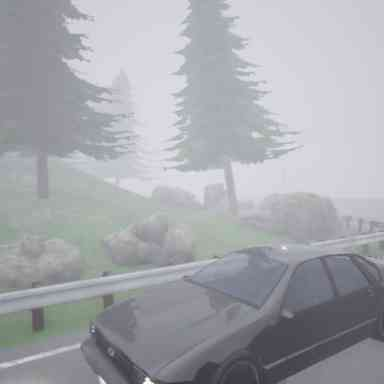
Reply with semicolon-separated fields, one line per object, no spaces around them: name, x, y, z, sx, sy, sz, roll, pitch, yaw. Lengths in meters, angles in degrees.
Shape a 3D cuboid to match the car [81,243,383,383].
car;1.297;1.518;4.854;5.357;1.411;2.033;0;0;-35
